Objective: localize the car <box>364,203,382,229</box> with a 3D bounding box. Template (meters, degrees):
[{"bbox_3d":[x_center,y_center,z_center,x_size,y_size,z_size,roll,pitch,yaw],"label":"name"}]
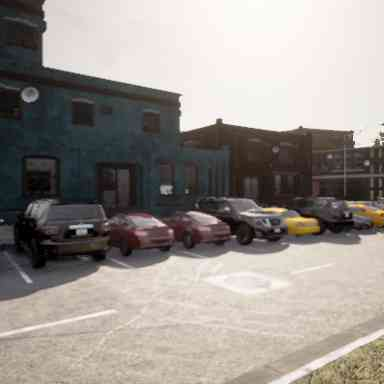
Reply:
[{"bbox_3d":[8.902,1.591,21.312,2.231,1.521,4.892,0,0,-35],"label":"car"}]

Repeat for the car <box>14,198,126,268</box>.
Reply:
[{"bbox_3d":[-4.694,1.235,11.660,2.435,2.045,5.566,0,0,-35],"label":"car"}]

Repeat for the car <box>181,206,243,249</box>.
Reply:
[{"bbox_3d":[-0.201,1.556,14.820,2.002,1.452,4.674,0,0,-35],"label":"car"}]

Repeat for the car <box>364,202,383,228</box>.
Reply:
[{"bbox_3d":[11.071,1.608,22.842,2.097,1.535,5.008,0,0,-35],"label":"car"}]

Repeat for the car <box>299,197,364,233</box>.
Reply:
[{"bbox_3d":[6.627,1.319,19.720,2.435,2.045,5.566,0,0,-35],"label":"car"}]

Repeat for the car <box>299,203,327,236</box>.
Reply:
[{"bbox_3d":[4.270,1.549,18.234,1.946,1.575,5.366,0,0,-35],"label":"car"}]

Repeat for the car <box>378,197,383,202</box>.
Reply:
[{"bbox_3d":[13.416,1.502,24.556,2.185,1.767,4.553,0,0,-35],"label":"car"}]

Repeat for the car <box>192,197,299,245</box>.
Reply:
[{"bbox_3d":[2.029,1.282,16.377,2.435,2.045,5.566,0,0,-35],"label":"car"}]

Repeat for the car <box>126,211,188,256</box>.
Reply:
[{"bbox_3d":[-2.413,1.541,13.246,2.002,1.452,4.674,0,0,-35],"label":"car"}]

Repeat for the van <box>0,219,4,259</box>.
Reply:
[{"bbox_3d":[-6.875,1.246,9.930,1.878,1.987,4.442,0,0,-35],"label":"van"}]
